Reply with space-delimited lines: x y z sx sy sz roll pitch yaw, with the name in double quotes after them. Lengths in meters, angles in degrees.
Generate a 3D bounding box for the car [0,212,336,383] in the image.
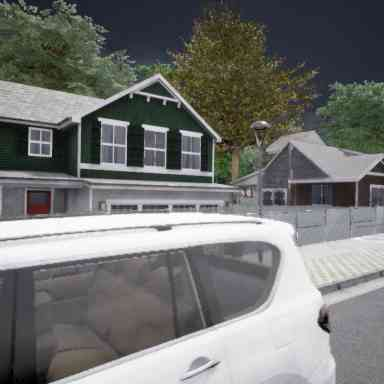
-1.383 1.221 2.087 5.566 2.045 2.150 0 0 -36 "car"
